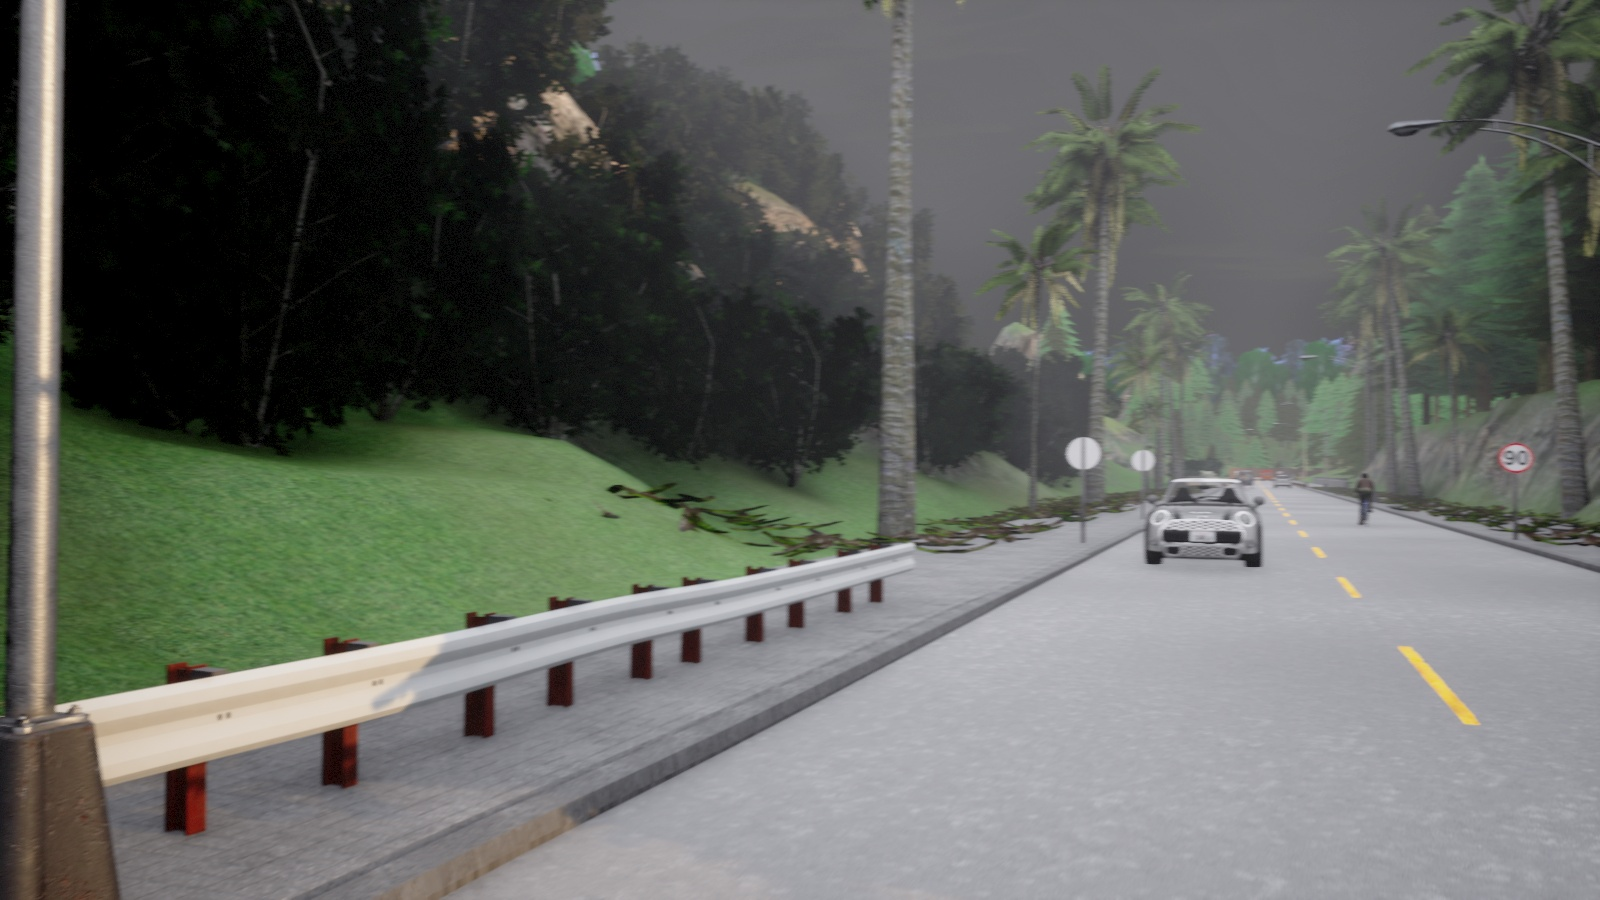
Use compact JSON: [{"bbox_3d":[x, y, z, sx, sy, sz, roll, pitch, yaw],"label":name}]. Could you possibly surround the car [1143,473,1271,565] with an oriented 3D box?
[{"bbox_3d":[7.260,1.146,22.239,1.970,1.475,3.806,0,-1,20],"label":"car"}]
